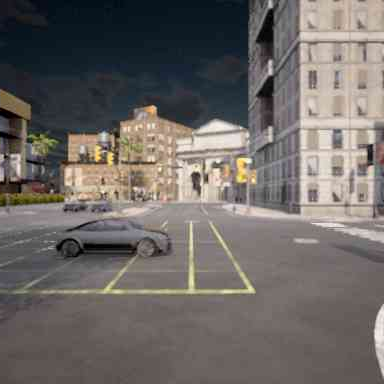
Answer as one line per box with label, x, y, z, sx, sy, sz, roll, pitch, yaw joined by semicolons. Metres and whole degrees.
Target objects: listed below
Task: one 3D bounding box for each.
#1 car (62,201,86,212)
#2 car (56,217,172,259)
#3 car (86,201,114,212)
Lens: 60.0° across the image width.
car;-15.097;1.835;43.376;2.033;1.411;5.357;0;0;0
car;-2.848;1.649;12.532;4.181;1.385;1.994;0;0;0
car;-11.597;1.834;43.207;2.033;1.411;5.357;0;0;0
